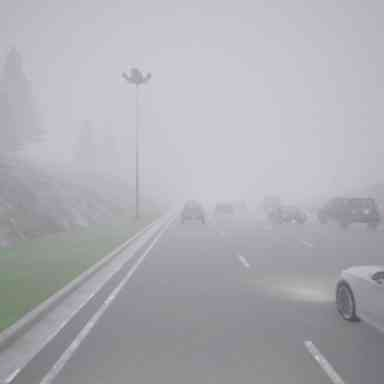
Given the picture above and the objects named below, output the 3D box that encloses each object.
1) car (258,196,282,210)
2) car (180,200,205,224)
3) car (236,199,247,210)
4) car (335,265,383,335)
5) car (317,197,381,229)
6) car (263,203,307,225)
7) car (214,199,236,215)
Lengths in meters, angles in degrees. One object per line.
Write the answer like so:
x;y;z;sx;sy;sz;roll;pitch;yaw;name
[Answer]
10.522;1.504;45.004;2.150;2.045;5.566;0;0;0;car
0.056;1.670;26.829;2.128;1.511;4.902;0;0;0;car
7.012;1.822;49.479;1.837;1.490;4.892;0;0;0;car
3.599;1.549;4.331;1.812;1.442;4.674;0;0;0;car
10.561;1.354;22.808;2.150;2.045;5.566;0;-1;0;car
7.057;1.757;25.340;1.895;1.301;4.718;0;0;0;car
3.534;1.723;38.001;1.882;1.535;5.008;0;0;0;car
